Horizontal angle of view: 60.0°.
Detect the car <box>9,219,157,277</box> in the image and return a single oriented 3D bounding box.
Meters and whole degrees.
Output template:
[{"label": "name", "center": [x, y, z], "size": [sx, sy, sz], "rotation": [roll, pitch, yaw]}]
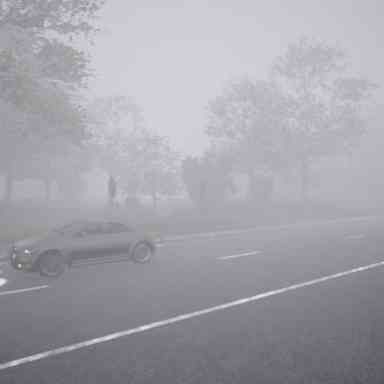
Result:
[{"label": "car", "center": [-3.199, 1.540, 10.188], "size": [4.181, 1.385, 1.994], "rotation": [0, 0, -35]}]
